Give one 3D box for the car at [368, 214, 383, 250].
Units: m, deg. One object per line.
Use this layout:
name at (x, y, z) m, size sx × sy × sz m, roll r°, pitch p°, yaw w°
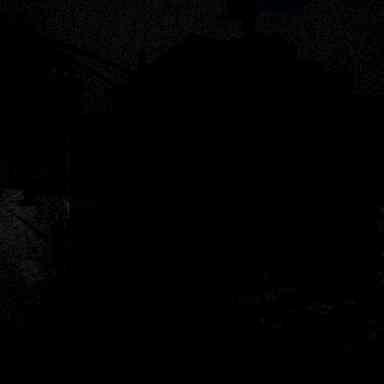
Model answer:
car at (8.306, 1.033, 11.715) m, size 5.009 × 1.841 × 2.192 m, roll -1°, pitch 0°, yaw -34°
